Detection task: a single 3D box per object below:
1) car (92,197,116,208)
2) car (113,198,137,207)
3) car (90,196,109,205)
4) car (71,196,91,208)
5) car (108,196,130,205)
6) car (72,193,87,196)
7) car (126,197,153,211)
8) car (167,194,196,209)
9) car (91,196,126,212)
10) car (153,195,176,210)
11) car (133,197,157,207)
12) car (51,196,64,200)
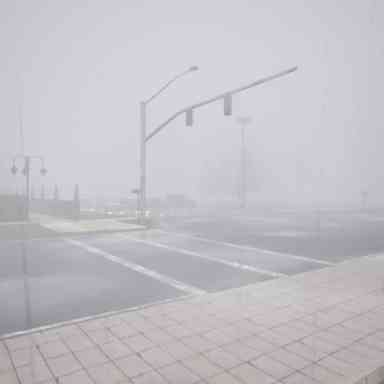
[{"bbox_3d":[-13.383,1.532,50.196,1.837,1.490,4.892,0,0,-36],"label":"car"},{"bbox_3d":[-10.501,1.633,52.181,1.895,1.301,4.718,0,0,-36],"label":"car"},{"bbox_3d":[-17.033,1.535,61.202,1.837,1.490,4.892,0,0,-36],"label":"car"},{"bbox_3d":[-15.924,1.623,47.738,1.895,1.301,4.718,0,0,-36],"label":"car"},{"bbox_3d":[-13.859,1.585,62.796,2.033,1.411,5.357,0,0,-36],"label":"car"},{"bbox_3d":[-19.669,1.248,58.865,2.150,2.045,5.566,0,0,-36],"label":"car"},{"bbox_3d":[-7.478,1.575,42.097,2.033,1.411,5.357,0,0,-36],"label":"car"},{"bbox_3d":[-1.712,1.259,46.073,2.150,2.045,5.566,0,0,-36],"label":"car"},{"bbox_3d":[-10.060,1.548,39.701,1.812,1.442,4.674,0,0,-36],"label":"car"},{"bbox_3d":[-4.532,1.537,43.995,1.837,1.490,4.892,0,0,-36],"label":"car"},{"bbox_3d":[-7.696,1.542,54.282,1.837,1.490,4.892,0,0,-36],"label":"car"},{"bbox_3d":[-23.486,1.527,58.168,1.837,1.490,4.892,0,0,-36],"label":"car"}]
